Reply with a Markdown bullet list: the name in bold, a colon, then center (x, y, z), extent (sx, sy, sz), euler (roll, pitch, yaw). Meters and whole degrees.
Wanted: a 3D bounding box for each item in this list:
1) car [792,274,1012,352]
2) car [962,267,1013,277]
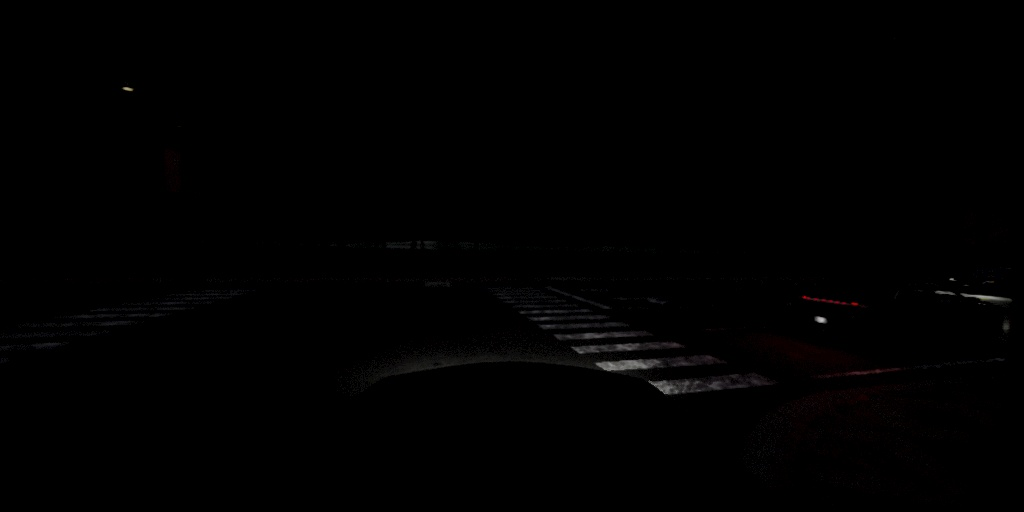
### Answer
- **car**: center (9.366, 1.271, 8.750), extent (4.902, 1.511, 2.128), euler (1, 2, -15)
- **car**: center (27.060, 1.348, 20.139), extent (4.674, 1.442, 1.812), euler (1, 2, -14)
